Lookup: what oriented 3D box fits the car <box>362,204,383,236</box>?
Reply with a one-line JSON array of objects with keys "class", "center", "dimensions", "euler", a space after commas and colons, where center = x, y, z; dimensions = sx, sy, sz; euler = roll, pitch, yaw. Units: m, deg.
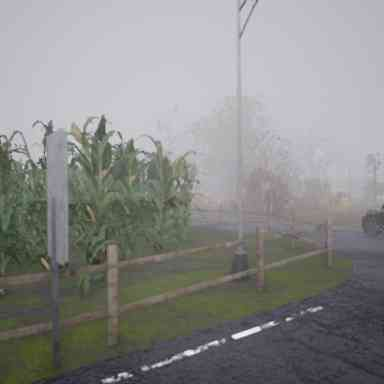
[{"class": "car", "center": [9.998, 1.113, 14.607], "dimensions": [2.150, 2.045, 5.566], "euler": [0, 0, -8]}]
